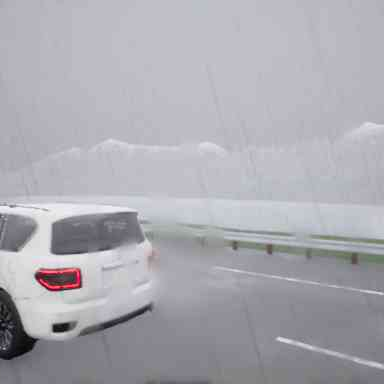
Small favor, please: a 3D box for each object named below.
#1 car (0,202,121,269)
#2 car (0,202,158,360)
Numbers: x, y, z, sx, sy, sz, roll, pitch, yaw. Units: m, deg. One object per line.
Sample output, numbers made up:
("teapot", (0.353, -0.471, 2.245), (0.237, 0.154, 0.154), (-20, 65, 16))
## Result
("car", (-4.886, 1.320, 11.743), (4.553, 1.767, 2.097), (1, 0, 36))
("car", (-3.141, 1.203, 6.165), (5.566, 2.045, 2.150), (1, 0, 36))
